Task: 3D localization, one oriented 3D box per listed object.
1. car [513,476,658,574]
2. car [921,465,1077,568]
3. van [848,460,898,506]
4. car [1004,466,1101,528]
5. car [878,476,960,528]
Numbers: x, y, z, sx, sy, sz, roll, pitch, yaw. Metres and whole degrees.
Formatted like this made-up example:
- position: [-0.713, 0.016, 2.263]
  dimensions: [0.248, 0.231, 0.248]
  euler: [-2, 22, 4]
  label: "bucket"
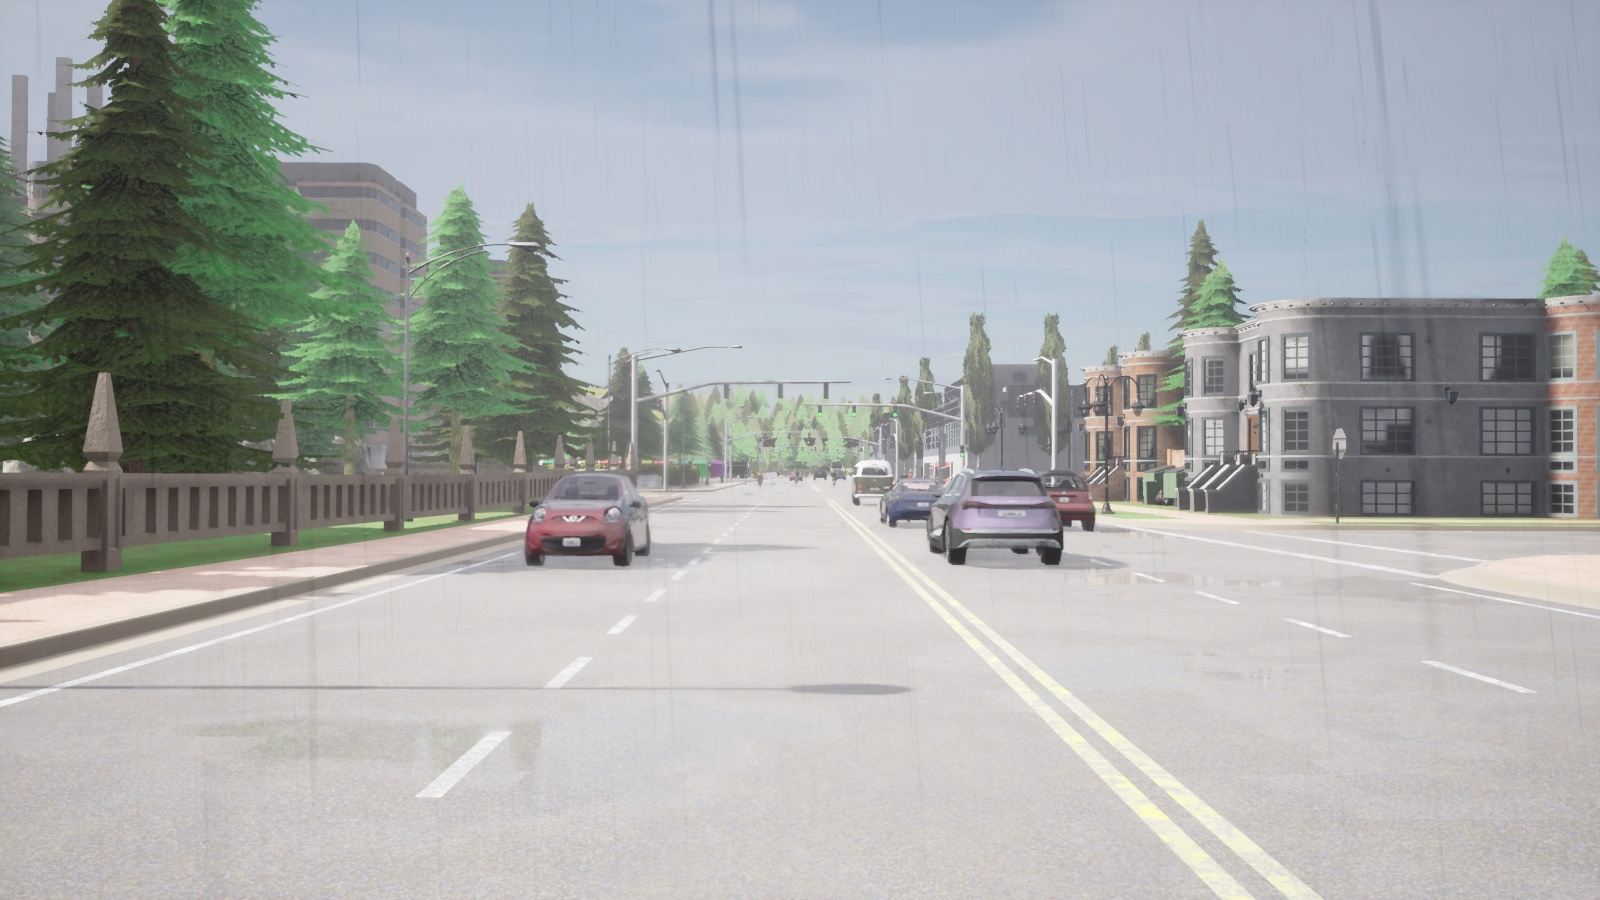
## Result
- position: [-3.548, 1.200, 21.336]
  dimensions: [1.845, 1.501, 3.633]
  euler: [0, -1, 0]
  label: "car"
- position: [3.449, 1.112, 22.721]
  dimensions: [2.033, 1.649, 4.856]
  euler: [0, -1, 0]
  label: "car"
- position: [3.368, 1.505, 58.509]
  dimensions: [2.069, 2.038, 4.480]
  euler: [0, -1, 0]
  label: "van"
- position: [6.922, 1.268, 34.803]
  dimensions: [1.851, 1.617, 3.988]
  euler: [0, -1, 0]
  label: "car"
- position: [3.418, 1.480, 36.753]
  dimensions: [1.994, 1.385, 4.181]
  euler: [0, -1, 0]
  label: "car"
